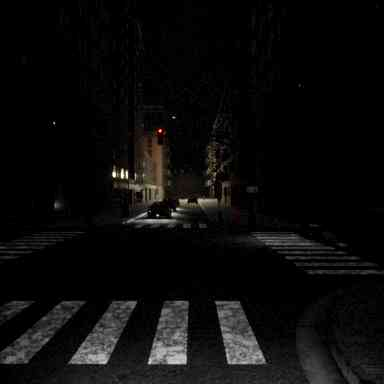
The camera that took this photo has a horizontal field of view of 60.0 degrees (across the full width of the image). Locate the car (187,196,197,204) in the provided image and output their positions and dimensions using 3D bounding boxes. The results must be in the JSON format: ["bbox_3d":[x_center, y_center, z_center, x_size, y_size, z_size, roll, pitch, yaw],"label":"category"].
[{"bbox_3d":[0.108,1.495,65.171,1.812,1.442,4.674,0,0,0],"label":"car"}]

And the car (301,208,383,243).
[{"bbox_3d":[7.678,1.493,15.479,5.008,1.535,1.882,0,0,2],"label":"car"}]

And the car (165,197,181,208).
[{"bbox_3d":[-2.837,1.474,50.230,2.128,1.511,4.902,0,0,0],"label":"car"}]

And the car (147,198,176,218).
[{"bbox_3d":[-2.841,1.541,30.207,2.033,1.411,5.357,0,0,0],"label":"car"}]

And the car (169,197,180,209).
[{"bbox_3d":[-2.837,1.481,40.029,2.128,1.511,4.902,0,0,0],"label":"car"}]
